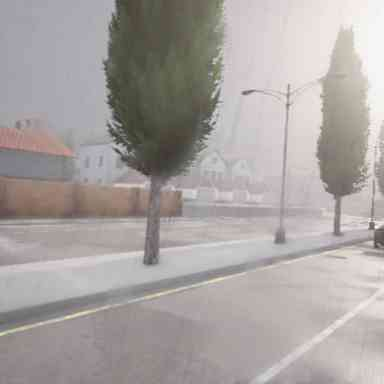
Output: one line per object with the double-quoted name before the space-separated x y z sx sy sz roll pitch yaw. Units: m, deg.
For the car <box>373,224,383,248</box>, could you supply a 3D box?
"car" 11.896 2.451 19.015 1.882 1.535 5.008 3 -1 42
